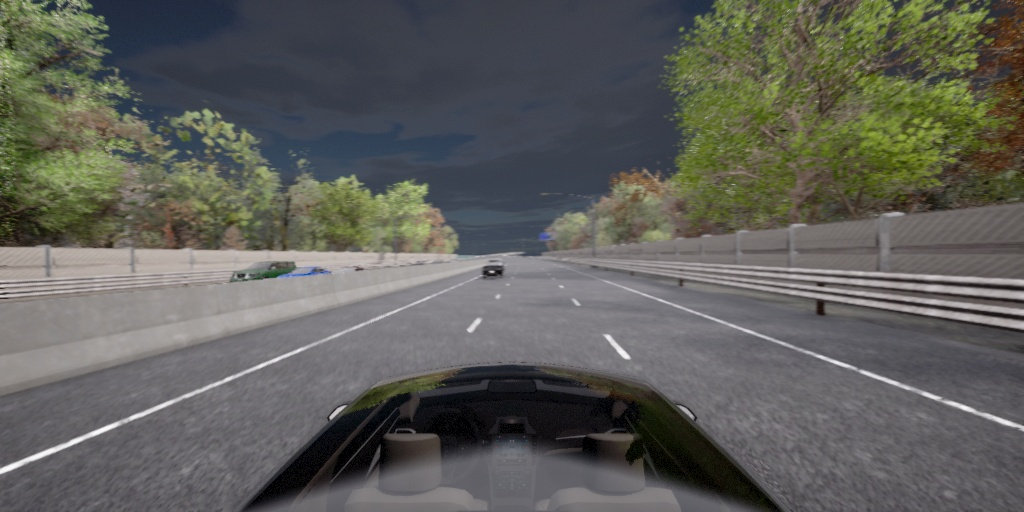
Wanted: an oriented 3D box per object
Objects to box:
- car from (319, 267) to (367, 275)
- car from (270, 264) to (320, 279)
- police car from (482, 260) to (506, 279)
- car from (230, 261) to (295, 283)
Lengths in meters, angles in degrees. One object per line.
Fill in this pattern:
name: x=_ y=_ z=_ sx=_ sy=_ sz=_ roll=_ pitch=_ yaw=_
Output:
car: x=-12.511 y=1.562 z=27.804 sx=1.812 sy=1.442 sz=4.674 roll=-1 pitch=0 yaw=3
car: x=-16.003 y=1.598 z=28.016 sx=1.882 sy=1.535 sz=5.008 roll=-1 pitch=0 yaw=3
police car: x=-1.639 y=1.202 z=33.940 sx=1.930 sy=1.638 sz=5.238 roll=-1 pitch=0 yaw=3
car: x=-19.479 y=1.428 z=28.628 sx=2.150 sy=2.045 sz=5.566 roll=-1 pitch=0 yaw=3
